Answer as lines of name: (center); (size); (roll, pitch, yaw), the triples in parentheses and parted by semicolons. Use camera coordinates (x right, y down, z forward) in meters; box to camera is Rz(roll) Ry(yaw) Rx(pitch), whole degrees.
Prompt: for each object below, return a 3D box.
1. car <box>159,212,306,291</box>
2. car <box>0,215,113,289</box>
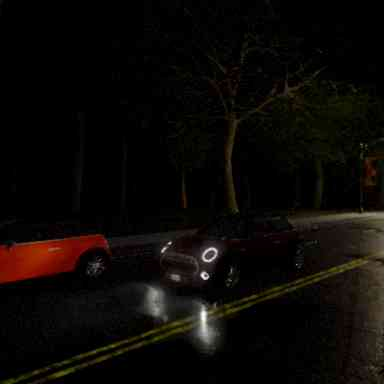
car: (1.262, 1.431, 9.404); (4.553, 1.767, 2.097); (0, -1, -42)
car: (-4.463, 1.480, 8.584); (4.553, 1.767, 2.097); (0, -1, -42)
